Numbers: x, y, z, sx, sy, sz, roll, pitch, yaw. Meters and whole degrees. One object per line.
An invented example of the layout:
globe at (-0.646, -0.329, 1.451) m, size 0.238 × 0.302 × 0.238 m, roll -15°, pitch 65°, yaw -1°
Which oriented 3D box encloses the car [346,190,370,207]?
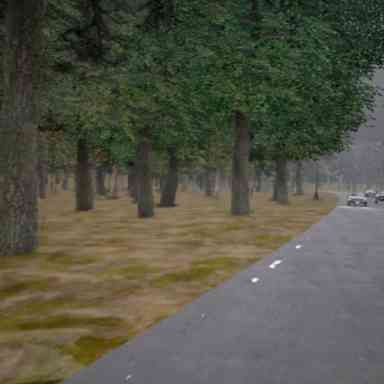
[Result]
car at (18.070, 0.775, 36.392) m, size 1.812 × 1.442 × 4.674 m, roll 2°, pitch 2°, yaw 26°

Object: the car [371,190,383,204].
car at (24.275, 0.734, 42.111) m, size 1.837 × 1.490 × 4.892 m, roll 2°, pitch 2°, yaw 25°

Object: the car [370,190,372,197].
car at (31.839, 0.393, 59.464) m, size 1.812 × 1.442 × 4.674 m, roll 2°, pitch 2°, yaw 23°
